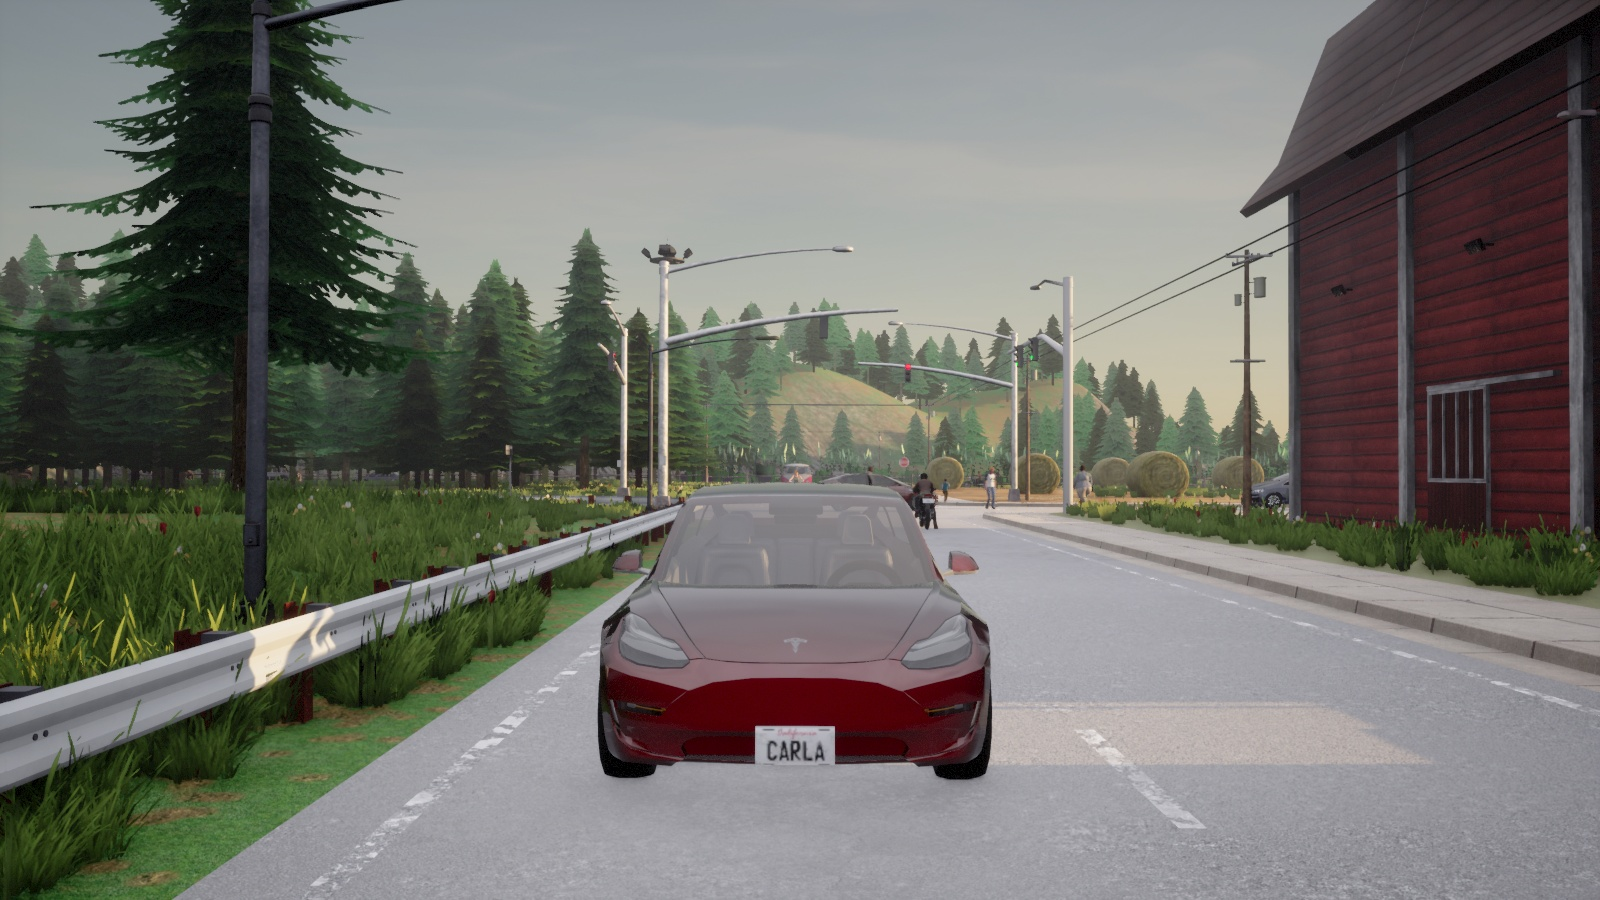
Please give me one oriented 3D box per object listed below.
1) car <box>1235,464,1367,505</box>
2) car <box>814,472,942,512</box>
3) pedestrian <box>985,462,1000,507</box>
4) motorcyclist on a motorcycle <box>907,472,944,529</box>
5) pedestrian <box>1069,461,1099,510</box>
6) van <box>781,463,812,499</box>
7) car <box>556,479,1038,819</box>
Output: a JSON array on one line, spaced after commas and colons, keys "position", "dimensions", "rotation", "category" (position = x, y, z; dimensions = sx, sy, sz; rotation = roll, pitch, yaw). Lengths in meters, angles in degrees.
[{"position": [20.861, 1.424, 52.465], "dimensions": [4.611, 1.667, 2.242], "rotation": [0, -1, -1], "category": "car"}, {"position": [2.961, 1.602, 48.588], "dimensions": [4.792, 1.488, 2.163], "rotation": [0, -1, -1], "category": "car"}, {"position": [7.871, 1.419, 51.378], "dimensions": [0.354, 1.836, 0.706], "rotation": [0, -1, -13], "category": "pedestrian"}, {"position": [3.408, 1.358, 34.300], "dimensions": [0.797, 1.523, 2.044], "rotation": [0, -1, 0], "category": "motorcyclist on a motorcycle"}, {"position": [10.780, 1.346, 47.713], "dimensions": [0.874, 1.855, 0.900], "rotation": [0, -1, -5], "category": "pedestrian"}, {"position": [-0.194, 1.788, 72.821], "dimensions": [1.775, 1.987, 4.442], "rotation": [0, -1, 0], "category": "van"}, {"position": [-0.022, 0.949, 8.047], "dimensions": [2.163, 1.488, 4.792], "rotation": [0, -1, 0], "category": "car"}]
